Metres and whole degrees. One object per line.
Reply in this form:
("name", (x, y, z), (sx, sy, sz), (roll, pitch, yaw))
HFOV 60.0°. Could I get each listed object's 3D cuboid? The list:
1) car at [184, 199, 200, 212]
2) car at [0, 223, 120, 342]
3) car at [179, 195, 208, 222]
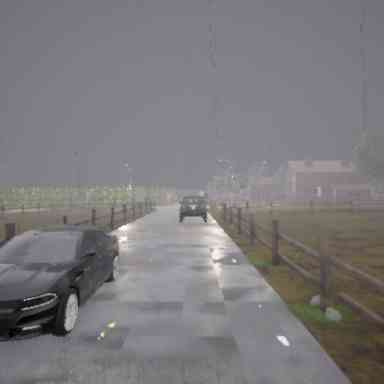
("car", (-0.011, 1.683, 42.754), (1.882, 1.535, 5.008), (0, -1, -1))
("car", (-2.839, 1.479, 6.898), (1.882, 1.535, 5.008), (0, 0, 0))
("car", (0.098, 1.296, 27.307), (2.150, 2.045, 5.566), (0, 0, 0))
